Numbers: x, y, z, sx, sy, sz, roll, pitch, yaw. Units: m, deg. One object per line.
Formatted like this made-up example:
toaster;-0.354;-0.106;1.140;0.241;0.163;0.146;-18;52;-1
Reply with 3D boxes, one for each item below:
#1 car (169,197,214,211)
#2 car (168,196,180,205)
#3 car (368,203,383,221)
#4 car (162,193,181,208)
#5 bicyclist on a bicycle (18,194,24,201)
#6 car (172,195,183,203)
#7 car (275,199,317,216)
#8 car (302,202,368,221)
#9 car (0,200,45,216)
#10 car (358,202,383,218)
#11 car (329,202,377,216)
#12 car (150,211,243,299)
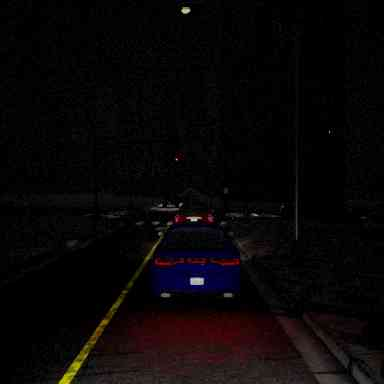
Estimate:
car;0.116;1.352;17.693;2.097;1.767;4.553;0;0;1
car;-3.092;1.526;59.166;1.812;1.442;4.674;0;0;1
car;17.942;1.824;28.381;4.829;1.417;1.752;1;-1;0
car;-3.104;1.222;49.335;2.150;2.045;5.566;0;0;0
bicyclist on a bicycle;-20.506;1.030;39.762;0.582;1.620;1.656;1;0;0
car;-3.024;1.493;69.485;2.128;1.511;4.902;0;0;0
car;10.945;1.539;34.228;4.553;1.767;2.097;1;0;0
car;12.129;1.774;28.380;4.313;1.339;1.947;1;-1;0
car;-14.780;1.367;28.278;4.403;1.369;2.008;1;-1;0
car;19.911;1.852;34.233;4.674;1.442;1.812;1;0;0
car;17.778;1.842;36.905;4.403;1.369;2.008;1;-1;0
car;0.099;1.477;8.539;1.882;1.535;5.008;0;0;0
